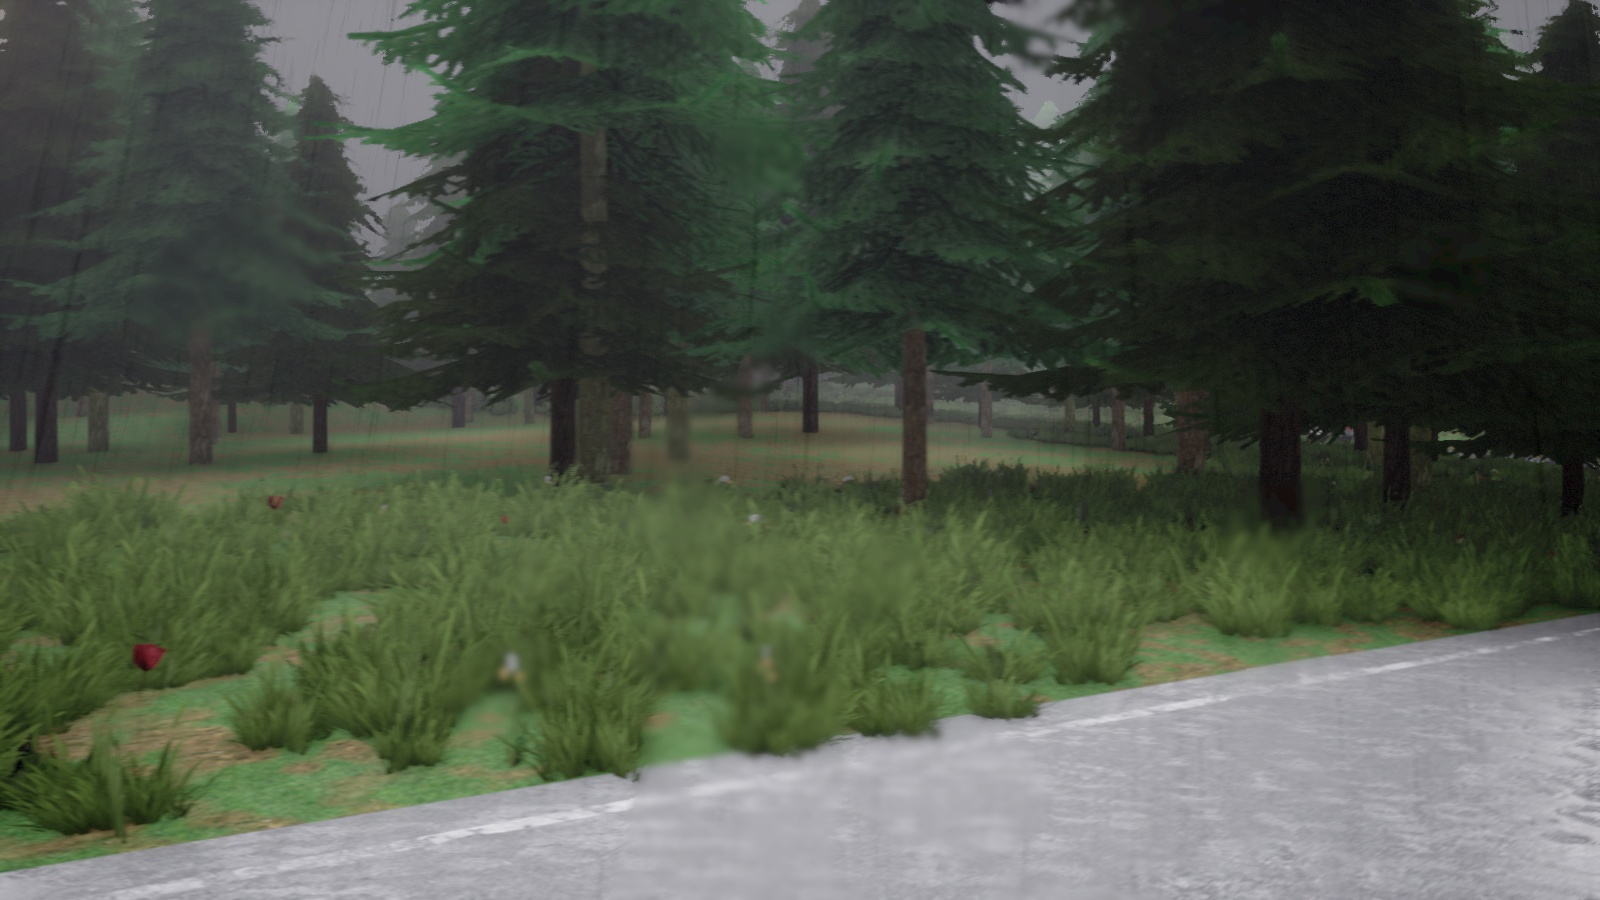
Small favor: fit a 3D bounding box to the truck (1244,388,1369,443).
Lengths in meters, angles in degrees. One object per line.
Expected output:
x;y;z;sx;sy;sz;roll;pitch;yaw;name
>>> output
25.757;-1.787;64.044;2.627;2.467;5.204;0;4;-36;truck
